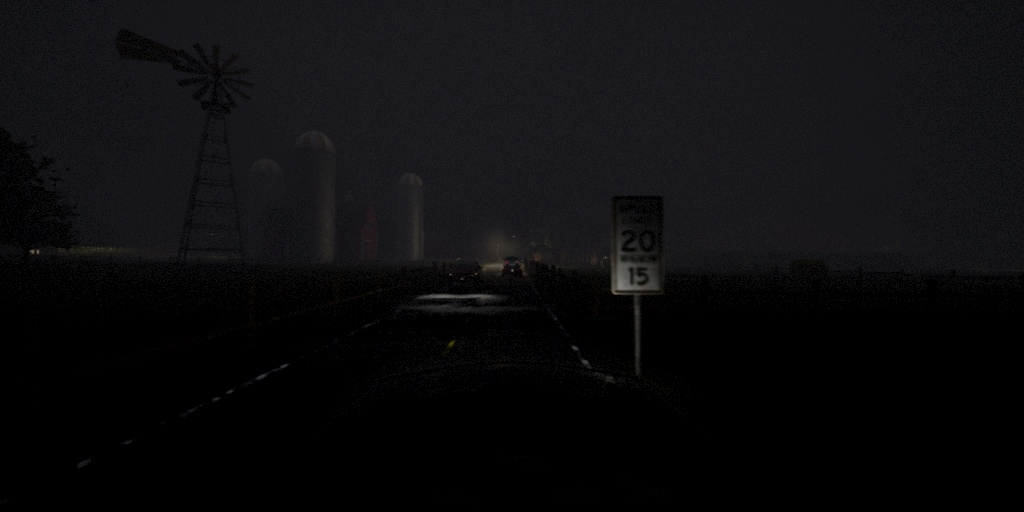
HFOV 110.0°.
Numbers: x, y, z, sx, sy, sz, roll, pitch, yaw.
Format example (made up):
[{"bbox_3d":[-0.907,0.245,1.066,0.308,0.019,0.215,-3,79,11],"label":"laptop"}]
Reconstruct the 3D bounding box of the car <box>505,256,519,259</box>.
[{"bbox_3d":[0.021,0.982,48.866,2.150,2.045,5.566,0,0,1],"label":"car"}]

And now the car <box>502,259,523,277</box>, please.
[{"bbox_3d":[0.009,1.316,35.513,1.994,1.385,4.181,0,0,-1],"label":"car"}]

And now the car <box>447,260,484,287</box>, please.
[{"bbox_3d":[-2.760,0.990,22.141,1.812,1.442,4.674,0,0,0],"label":"car"}]
